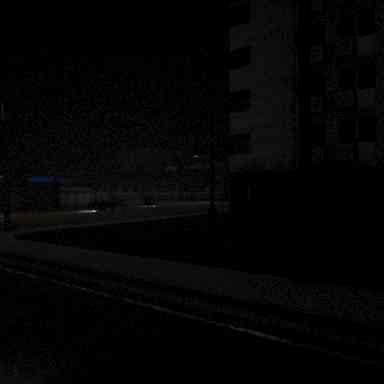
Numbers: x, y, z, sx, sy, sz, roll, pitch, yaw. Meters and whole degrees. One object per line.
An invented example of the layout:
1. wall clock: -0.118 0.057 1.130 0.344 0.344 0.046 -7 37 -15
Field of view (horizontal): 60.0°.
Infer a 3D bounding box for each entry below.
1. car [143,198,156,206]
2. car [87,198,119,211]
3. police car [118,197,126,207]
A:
1. car: -7.985 1.834 62.399 1.837 1.490 4.892 0 0 1
2. car: -12.314 1.816 45.177 1.994 1.385 4.181 -1 0 24
3. police car: -12.524 1.715 54.257 1.930 1.638 5.238 0 0 13
